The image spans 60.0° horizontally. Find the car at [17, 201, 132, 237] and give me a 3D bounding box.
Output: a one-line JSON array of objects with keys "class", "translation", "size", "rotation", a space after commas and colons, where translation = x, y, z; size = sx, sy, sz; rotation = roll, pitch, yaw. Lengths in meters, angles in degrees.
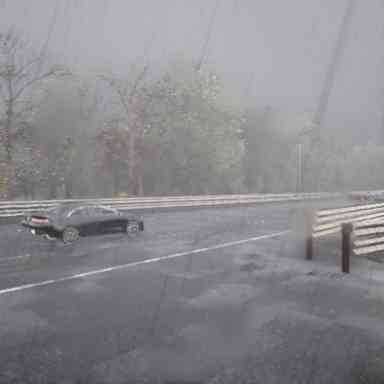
[{"class": "car", "translation": [-5.959, 1.267, 17.460], "size": [2.033, 1.411, 5.357], "rotation": [0, 1, 43]}]

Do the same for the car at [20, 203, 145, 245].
[{"class": "car", "translation": [-4.258, 1.242, 14.154], "size": [2.128, 1.511, 4.902], "rotation": [0, 1, 43]}]

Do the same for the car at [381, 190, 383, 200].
[{"class": "car", "translation": [31.536, 0.550, 52.545], "size": [1.882, 1.535, 5.008], "rotation": [0, -4, 43]}]

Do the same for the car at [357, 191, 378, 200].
[{"class": "car", "translation": [29.159, 0.630, 55.128], "size": [1.837, 1.490, 4.892], "rotation": [0, -1, 43]}]

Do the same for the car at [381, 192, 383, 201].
[{"class": "car", "translation": [24.993, 0.804, 40.268], "size": [2.128, 1.511, 4.902], "rotation": [0, 1, 43]}]

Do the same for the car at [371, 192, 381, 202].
[{"class": "car", "translation": [28.559, 0.710, 49.185], "size": [1.994, 1.385, 4.181], "rotation": [-1, 1, 43]}]

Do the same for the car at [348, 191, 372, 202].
[{"class": "car", "translation": [25.772, 0.653, 51.262], "size": [5.008, 1.535, 1.882], "rotation": [-2, 2, -44]}]
